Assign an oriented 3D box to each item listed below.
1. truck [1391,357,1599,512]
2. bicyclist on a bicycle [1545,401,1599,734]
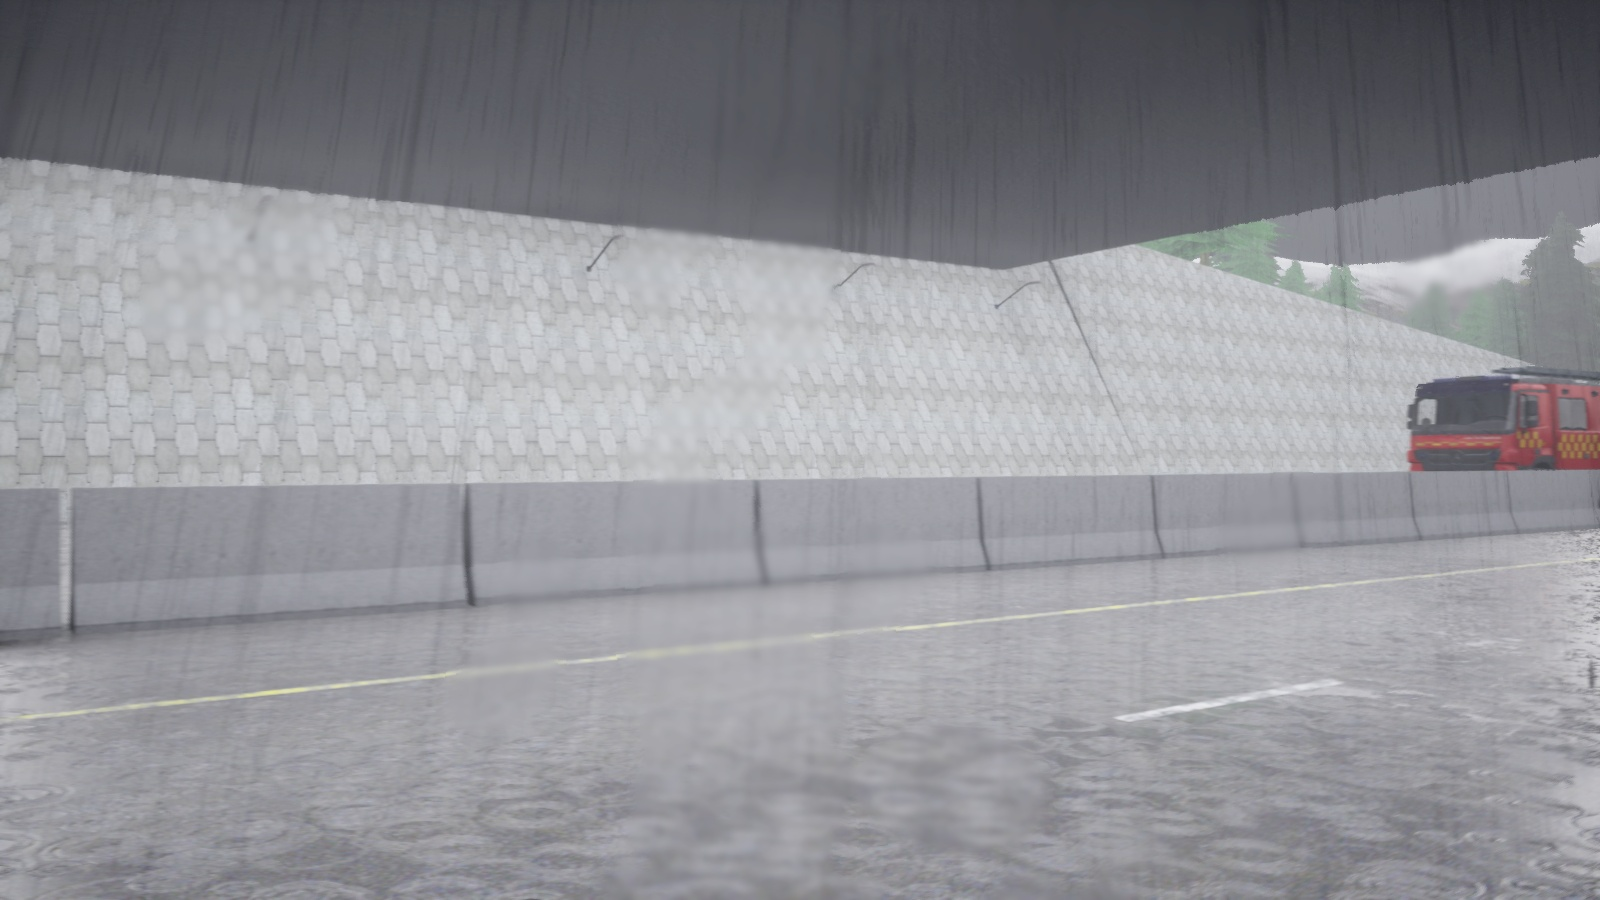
[{"bbox_3d":[20.021,-0.377,34.629,8.468,3.827,2.891,0,0,-35],"label":"truck"},{"bbox_3d":[5.054,0.622,7.177,1.843,1.776,0.659,0,0,-35],"label":"bicyclist on a bicycle"}]
